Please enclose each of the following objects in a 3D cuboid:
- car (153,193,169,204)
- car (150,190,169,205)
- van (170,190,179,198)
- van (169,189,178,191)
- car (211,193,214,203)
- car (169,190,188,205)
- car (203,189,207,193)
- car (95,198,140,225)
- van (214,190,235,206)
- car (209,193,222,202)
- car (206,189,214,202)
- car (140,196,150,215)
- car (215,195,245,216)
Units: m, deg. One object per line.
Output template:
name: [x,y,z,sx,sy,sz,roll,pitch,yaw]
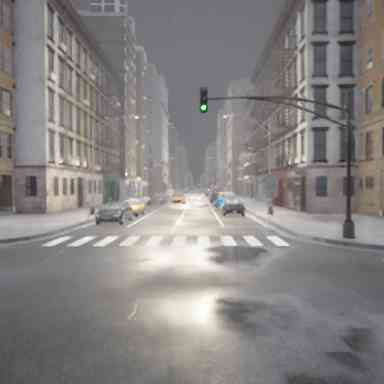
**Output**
car: [-4.428,0.897,48.354,1.752,1.417,4.829,0,1,1]
car: [-4.526,0.882,43.119,1.967,1.590,4.097,0,1,1]
van: [-3.920,0.349,75.546,1.690,1.788,3.998,0,1,1]
van: [-4.122,0.494,64.736,1.690,1.788,3.998,0,1,1]
car: [3.419,1.063,37.559,1.802,1.307,4.206,0,1,1]
car: [-1.843,0.909,44.220,1.882,1.535,5.008,0,1,1]
car: [4.279,0.446,80.796,1.887,1.381,4.507,0,1,1]
car: [-4.930,1.283,21.501,2.008,1.369,4.403,0,1,1]
van: [3.311,0.895,32.151,1.690,1.788,3.998,0,1,1]
car: [3.741,0.830,53.772,1.947,1.339,4.313,0,1,1]
car: [3.633,0.651,48.364,2.192,1.841,5.009,0,1,1]
car: [-4.832,1.187,26.736,1.752,1.417,4.829,0,1,1]
car: [3.204,1.178,26.749,2.008,1.369,4.403,0,1,1]
